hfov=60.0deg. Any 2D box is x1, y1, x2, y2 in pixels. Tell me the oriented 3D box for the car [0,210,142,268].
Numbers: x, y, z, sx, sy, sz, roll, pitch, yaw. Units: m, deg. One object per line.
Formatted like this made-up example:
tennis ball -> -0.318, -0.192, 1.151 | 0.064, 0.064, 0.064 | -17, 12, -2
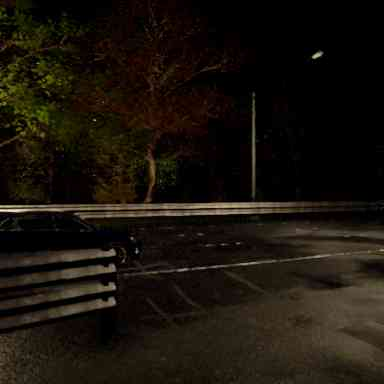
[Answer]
car -> -3.931, 1.362, 9.805 | 4.856, 1.649, 2.033 | 1, 0, -23
